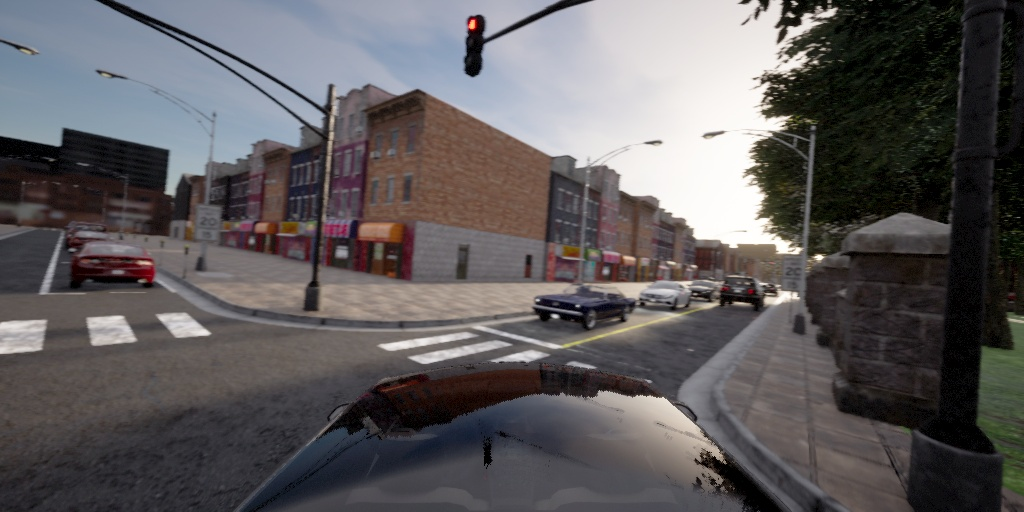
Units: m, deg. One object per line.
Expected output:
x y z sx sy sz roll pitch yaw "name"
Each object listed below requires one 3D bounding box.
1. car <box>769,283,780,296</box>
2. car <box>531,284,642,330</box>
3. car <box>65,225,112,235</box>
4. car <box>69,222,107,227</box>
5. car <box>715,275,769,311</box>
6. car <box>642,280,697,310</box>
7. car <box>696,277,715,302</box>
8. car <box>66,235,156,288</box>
33.340 4.293 46.479 1.837 1.490 4.892 4 0 39 "car"
2.698 1.654 12.676 1.895 1.301 4.718 4 -1 39 "car"
-25.856 -0.863 21.996 4.507 1.381 1.888 0 0 39 "car"
-30.079 -1.441 25.403 5.009 1.841 2.192 0 0 39 "car"
15.440 2.389 23.934 2.150 2.045 5.566 4 -1 39 "car"
8.743 2.133 20.277 1.812 1.442 4.674 4 -1 39 "car"
14.880 2.668 27.984 1.837 1.490 4.892 4 -1 39 "car"
-13.188 0.189 11.775 4.507 1.381 1.888 0 0 39 "car"
